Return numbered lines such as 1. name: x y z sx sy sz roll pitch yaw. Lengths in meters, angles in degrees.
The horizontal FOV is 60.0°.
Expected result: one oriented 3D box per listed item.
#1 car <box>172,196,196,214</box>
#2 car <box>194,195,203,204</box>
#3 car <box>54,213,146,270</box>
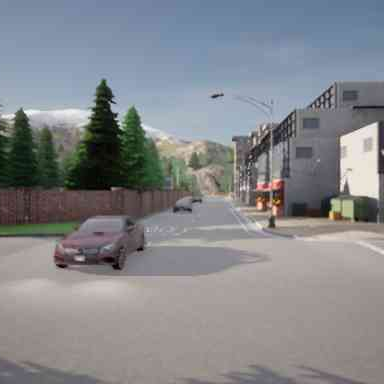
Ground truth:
1. car: -0.891 1.481 35.474 1.812 1.442 4.674 0 0 4
2. car: 1.060 1.274 61.004 1.882 1.535 5.008 0 0 4
3. car: -2.760 1.465 11.016 1.812 1.442 4.674 0 0 4
